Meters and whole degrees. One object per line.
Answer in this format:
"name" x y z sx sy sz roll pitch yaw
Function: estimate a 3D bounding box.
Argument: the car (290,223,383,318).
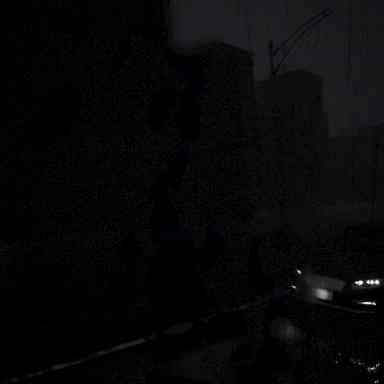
"car" 4.058 1.493 7.392 4.902 1.511 2.128 0 -1 -42
